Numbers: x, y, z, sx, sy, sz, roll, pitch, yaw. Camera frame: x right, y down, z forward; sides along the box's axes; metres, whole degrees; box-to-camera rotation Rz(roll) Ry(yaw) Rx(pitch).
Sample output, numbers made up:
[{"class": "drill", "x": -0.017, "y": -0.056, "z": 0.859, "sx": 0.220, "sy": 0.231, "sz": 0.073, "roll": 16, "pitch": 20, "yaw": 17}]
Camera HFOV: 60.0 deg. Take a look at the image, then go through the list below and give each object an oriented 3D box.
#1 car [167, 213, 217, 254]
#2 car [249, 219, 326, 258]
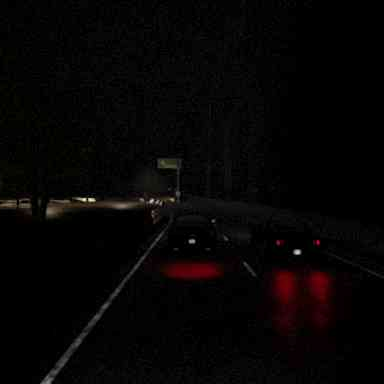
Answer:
[{"class": "car", "x": 0.019, "y": 1.613, "z": 14.247, "sx": 1.882, "sy": 1.535, "sz": 5.008, "roll": 0, "pitch": 0, "yaw": 0}, {"class": "car", "x": 3.510, "y": 1.728, "z": 13.259, "sx": 1.895, "sy": 1.301, "sz": 4.718, "roll": 0, "pitch": -1, "yaw": 0}]
